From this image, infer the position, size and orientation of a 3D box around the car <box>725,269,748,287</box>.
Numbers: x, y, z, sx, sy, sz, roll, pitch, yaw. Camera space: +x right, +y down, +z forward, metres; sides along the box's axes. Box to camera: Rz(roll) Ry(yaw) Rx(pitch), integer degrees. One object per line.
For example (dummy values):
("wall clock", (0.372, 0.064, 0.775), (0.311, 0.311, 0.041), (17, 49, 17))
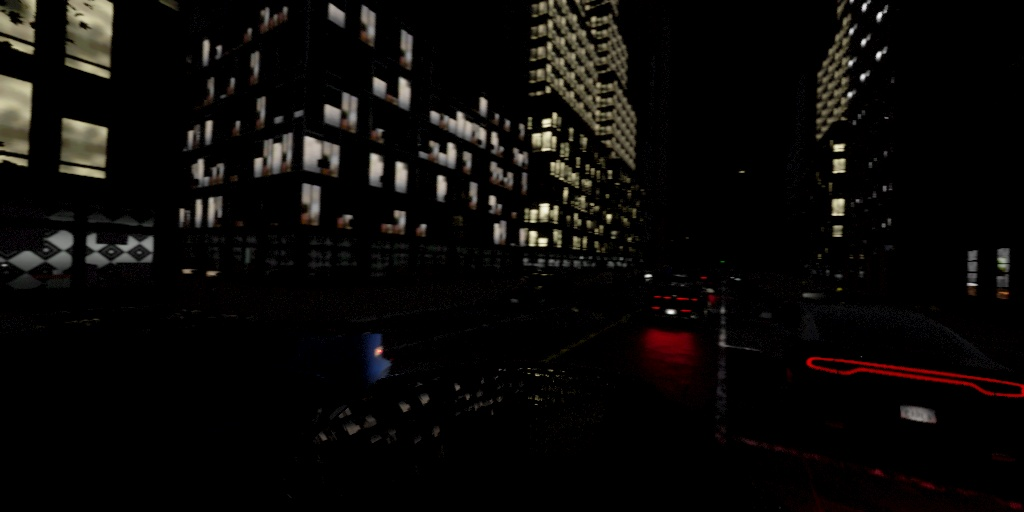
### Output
("car", (22.867, 2.341, 36.459), (1.948, 1.339, 4.313), (0, 0, 31))

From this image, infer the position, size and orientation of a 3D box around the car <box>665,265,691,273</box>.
("car", (20.220, 2.235, 43.134), (2.128, 1.511, 4.902), (2, -1, 31))

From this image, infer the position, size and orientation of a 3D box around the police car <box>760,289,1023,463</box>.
("police car", (5.236, 1.380, 5.689), (1.930, 1.638, 5.238), (2, -1, 31))

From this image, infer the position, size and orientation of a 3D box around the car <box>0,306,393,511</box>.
("car", (-3.599, 1.189, 2.988), (2.033, 1.411, 5.357), (2, -1, 31))

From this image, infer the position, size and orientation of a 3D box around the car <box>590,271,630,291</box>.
("car", (6.981, 1.756, 26.032), (1.802, 1.307, 4.207), (0, 0, 31))

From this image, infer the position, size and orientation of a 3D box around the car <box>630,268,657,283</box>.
("car", (12.768, 1.990, 35.834), (2.007, 1.370, 4.403), (0, 0, 31))

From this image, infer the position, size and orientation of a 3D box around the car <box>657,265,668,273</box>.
("car", (18.555, 2.249, 45.634), (1.888, 1.381, 4.507), (0, 0, 31))

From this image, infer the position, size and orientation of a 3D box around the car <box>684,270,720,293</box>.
("car", (14.758, 2.043, 27.787), (1.895, 1.301, 4.718), (2, -1, 31))

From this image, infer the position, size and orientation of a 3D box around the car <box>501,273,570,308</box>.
("car", (1.194, 1.473, 16.233), (1.948, 1.339, 4.313), (0, 0, 31))

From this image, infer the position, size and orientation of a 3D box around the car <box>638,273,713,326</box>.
("car", (6.214, 1.553, 13.315), (1.837, 1.490, 4.892), (2, -1, 31))
